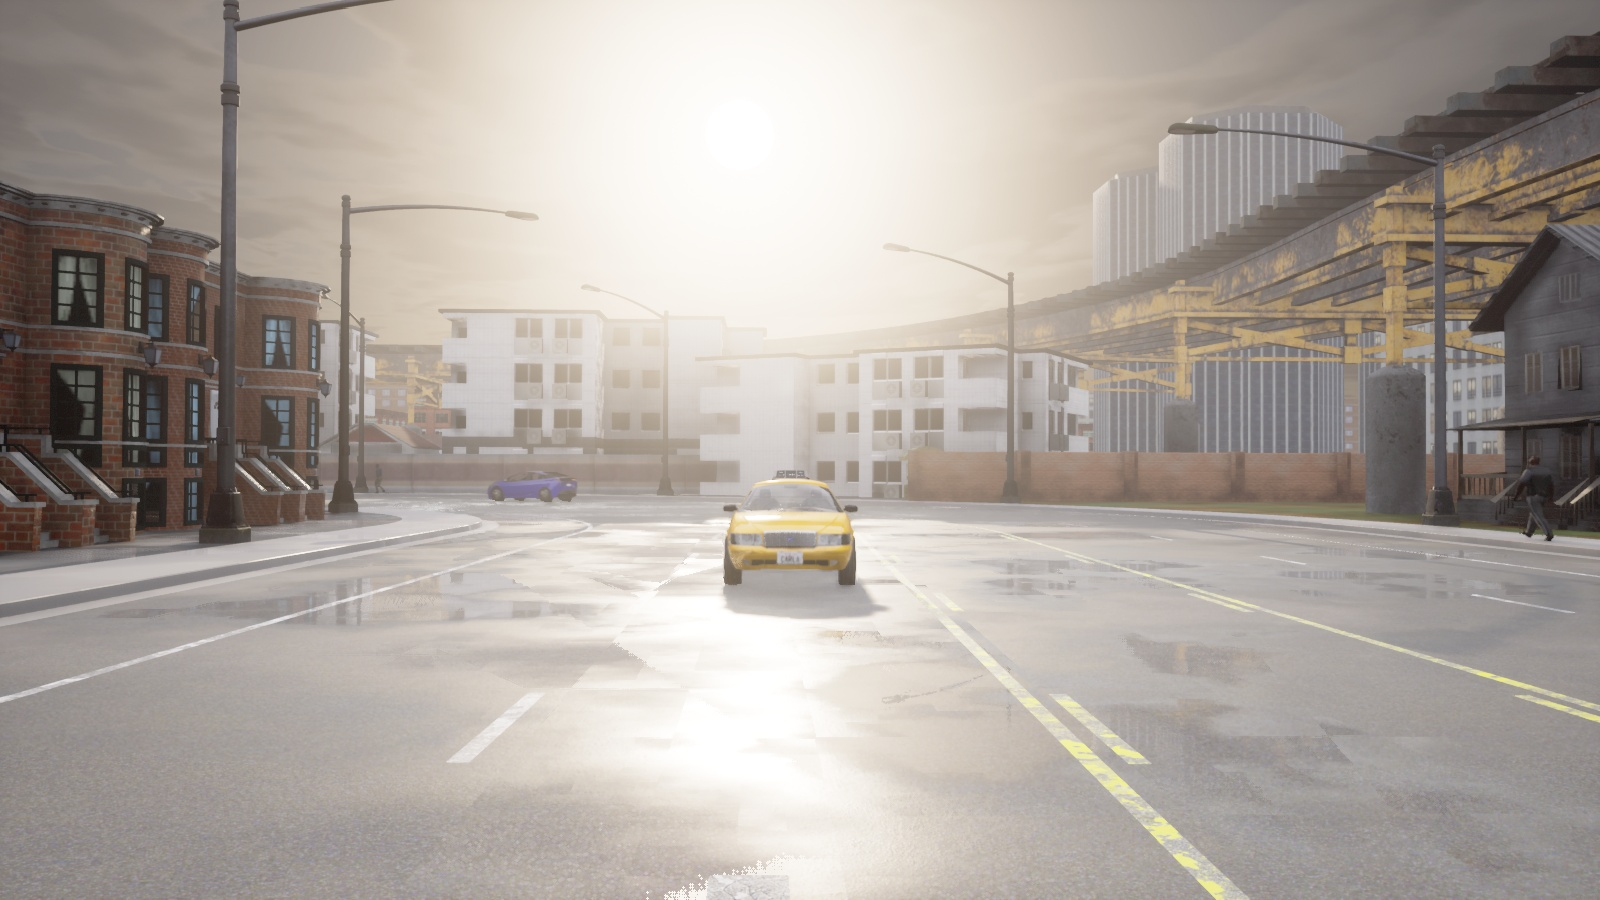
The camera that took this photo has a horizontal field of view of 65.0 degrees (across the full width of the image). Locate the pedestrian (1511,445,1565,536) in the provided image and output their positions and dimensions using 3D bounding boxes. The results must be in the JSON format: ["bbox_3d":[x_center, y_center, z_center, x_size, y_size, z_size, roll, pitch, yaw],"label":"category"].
[{"bbox_3d":[15.526,0.850,26.431,0.563,1.883,0.849,0,-1,-5],"label":"pedestrian"}]

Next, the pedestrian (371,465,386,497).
[{"bbox_3d":[-24.233,1.775,72.138,0.726,1.835,0.370,0,-1,9],"label":"pedestrian"}]

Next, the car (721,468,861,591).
[{"bbox_3d":[-0.133,1.070,18.829,1.801,1.575,5.366,0,-1,0],"label":"car"}]

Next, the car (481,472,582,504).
[{"bbox_3d":[-13.047,1.836,61.022,4.514,1.525,2.007,-1,-1,25],"label":"car"}]
